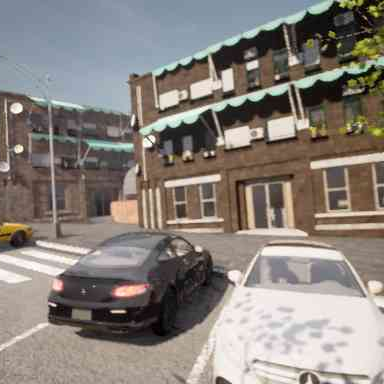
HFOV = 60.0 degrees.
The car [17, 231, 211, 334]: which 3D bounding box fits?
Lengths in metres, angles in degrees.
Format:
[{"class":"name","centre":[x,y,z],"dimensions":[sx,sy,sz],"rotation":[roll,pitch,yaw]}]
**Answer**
[{"class":"car","centre":[-0.869,1.511,6.726],"dimensions":[2.002,1.452,4.674],"rotation":[0,-1,16]}]

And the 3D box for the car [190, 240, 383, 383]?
[{"class":"car","centre":[1.597,1.521,4.968],"dimensions":[2.002,1.452,4.674],"rotation":[1,-1,16]}]

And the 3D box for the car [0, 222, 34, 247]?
[{"class":"car","centre":[-8.199,1.439,12.155],"dimensions":[1.946,1.575,5.366],"rotation":[0,-1,15]}]
